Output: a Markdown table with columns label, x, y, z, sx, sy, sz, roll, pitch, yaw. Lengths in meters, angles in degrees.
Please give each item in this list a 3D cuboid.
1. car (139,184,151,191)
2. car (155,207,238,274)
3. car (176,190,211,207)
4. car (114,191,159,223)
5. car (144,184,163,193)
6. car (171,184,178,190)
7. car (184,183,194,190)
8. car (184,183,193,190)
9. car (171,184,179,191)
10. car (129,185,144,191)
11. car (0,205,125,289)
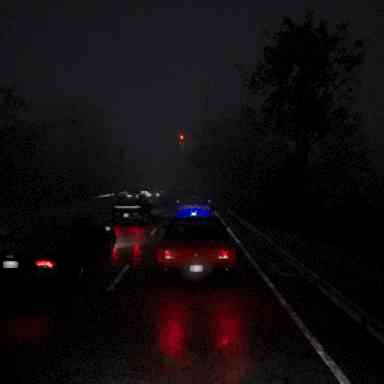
| label | x | y | z | sx | sy | sz | roll | pitch | yaw |
| --- | --- | --- | --- | --- | --- | --- | --- | --- | --- |
| car | -11.109 | -1.027 | 78.895 | 2.128 | 1.511 | 4.902 | 0 | 2 | -2 |
| car | 0.100 | 1.346 | 9.621 | 1.895 | 1.301 | 4.718 | 0 | 2 | 0 |
| car | 0.098 | 0.905 | 19.382 | 1.882 | 1.535 | 5.008 | 0 | 2 | 0 |
| car | -3.402 | 0.914 | 19.534 | 2.128 | 1.511 | 4.902 | 0 | 2 | 0 |
| car | -7.197 | -0.637 | 62.858 | 2.097 | 1.767 | 4.553 | 0 | 2 | 0 |
| car | -4.548 | -1.371 | 87.846 | 1.812 | 1.442 | 4.674 | 0 | 2 | -3 |
| car | -0.562 | -1.001 | 77.907 | 1.882 | 1.535 | 5.008 | 0 | 2 | -2 |
| car | -1.052 | -1.546 | 88.010 | 2.097 | 1.767 | 4.553 | 0 | 2 | -3 |
| car | -4.047 | -0.934 | 77.399 | 2.033 | 1.411 | 5.357 | 0 | 2 | -2 |
| car | -10.686 | -0.380 | 62.610 | 1.895 | 1.301 | 4.718 | 0 | 2 | 0 |
| car | -3.401 | 1.322 | 8.732 | 2.033 | 1.411 | 5.357 | 0 | 2 | 0 |
